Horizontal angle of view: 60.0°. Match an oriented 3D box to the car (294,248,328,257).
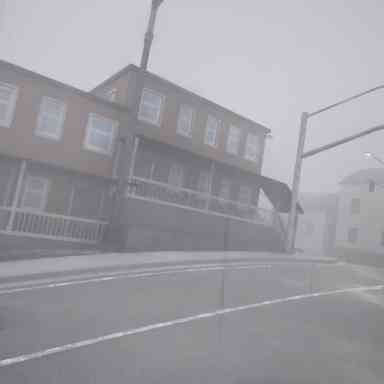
[{"bbox_3d":[9.705,5.695,29.287,1.812,1.442,4.674,14,-16,-34],"label":"car"}]
